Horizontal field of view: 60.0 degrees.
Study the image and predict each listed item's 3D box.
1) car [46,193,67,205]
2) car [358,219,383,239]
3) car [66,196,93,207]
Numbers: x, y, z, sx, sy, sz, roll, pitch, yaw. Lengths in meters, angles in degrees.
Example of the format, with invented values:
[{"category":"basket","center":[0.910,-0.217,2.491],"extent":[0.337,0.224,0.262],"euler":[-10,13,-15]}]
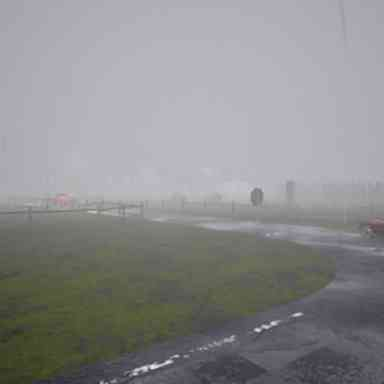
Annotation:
[{"category":"car","center":[-22.973,1.144,56.681],"extent":[2.150,2.045,5.566],"euler":[1,-1,-41]},{"category":"car","center":[9.251,1.559,14.247],"extent":[1.895,1.301,4.718],"euler":[1,-1,-6]},{"category":"car","center":[-16.437,1.528,49.092],"extent":[1.895,1.301,4.718],"euler":[1,-1,-40]}]
